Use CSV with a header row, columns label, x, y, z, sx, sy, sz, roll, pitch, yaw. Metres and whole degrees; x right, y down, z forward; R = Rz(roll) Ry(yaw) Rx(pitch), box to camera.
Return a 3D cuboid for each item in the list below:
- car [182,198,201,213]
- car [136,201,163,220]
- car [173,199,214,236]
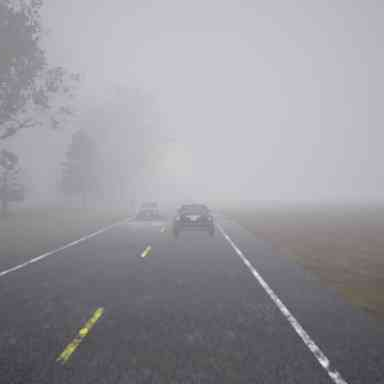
label,x,y,z,sx,sy,sz,roll,pitch,yaw
car,-0.048,1.540,39.221,2.128,1.511,4.902,0,0,-1
car,-3.557,1.538,28.302,1.837,1.490,4.892,0,0,0
car,0.083,1.369,18.750,2.097,1.767,4.553,0,0,0
